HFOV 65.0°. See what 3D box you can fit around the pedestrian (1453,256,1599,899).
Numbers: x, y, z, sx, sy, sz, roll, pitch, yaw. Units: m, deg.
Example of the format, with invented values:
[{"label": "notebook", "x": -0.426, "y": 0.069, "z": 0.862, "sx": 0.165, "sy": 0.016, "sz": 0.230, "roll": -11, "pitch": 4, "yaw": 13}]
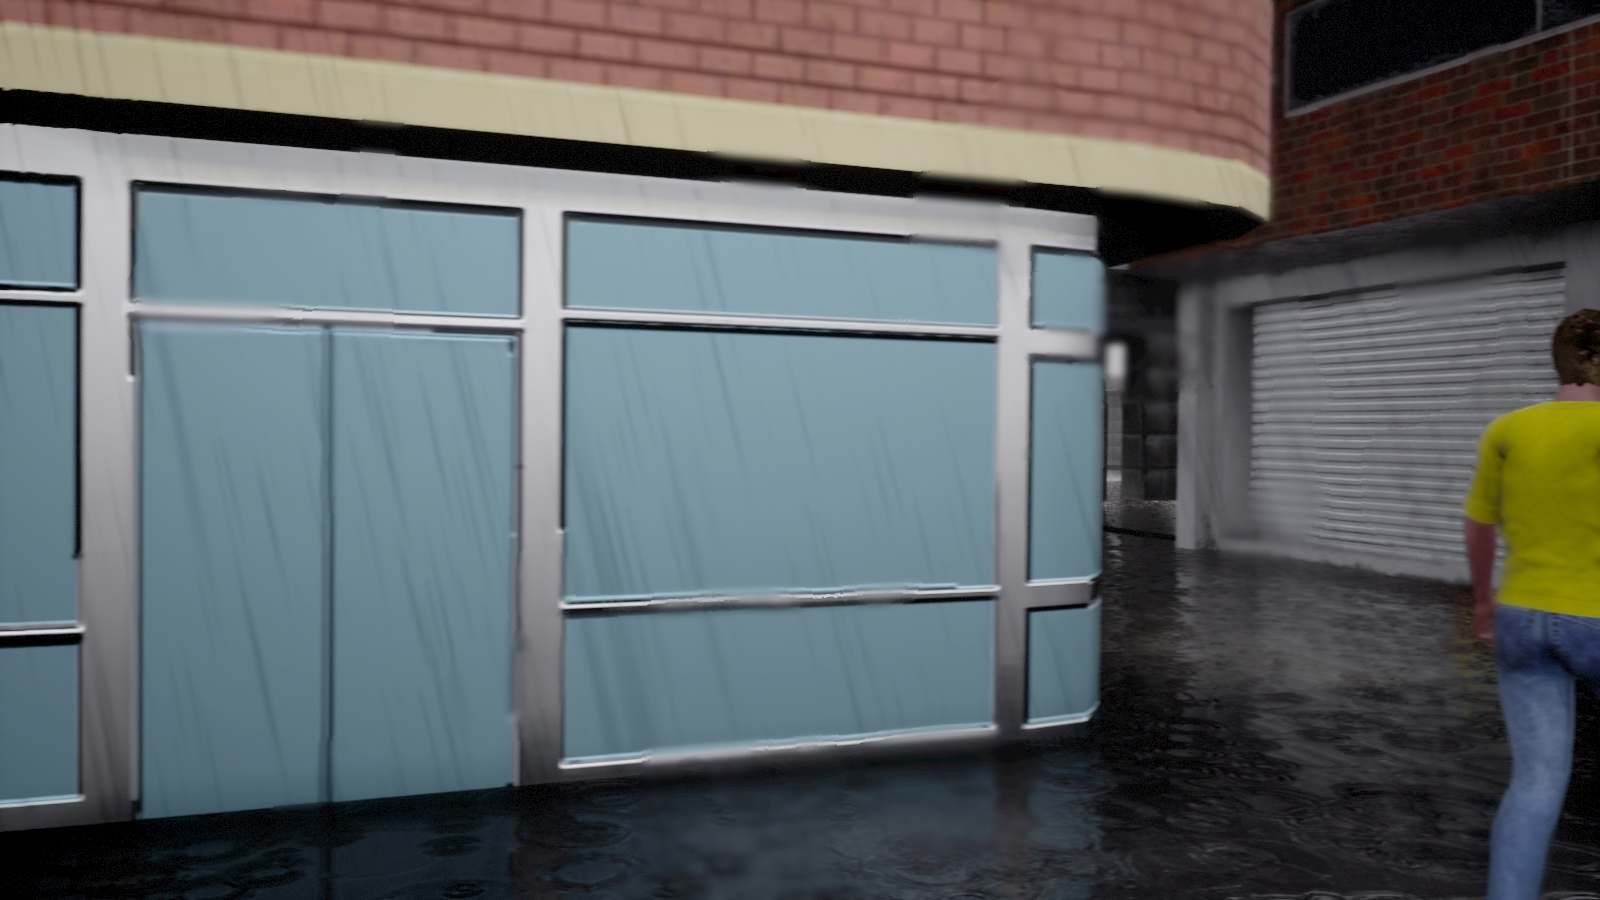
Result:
[{"label": "pedestrian", "x": 2.191, "y": 0.427, "z": 3.459, "sx": 0.706, "sy": 1.836, "sz": 0.354, "roll": -1, "pitch": 1, "yaw": -28}]
